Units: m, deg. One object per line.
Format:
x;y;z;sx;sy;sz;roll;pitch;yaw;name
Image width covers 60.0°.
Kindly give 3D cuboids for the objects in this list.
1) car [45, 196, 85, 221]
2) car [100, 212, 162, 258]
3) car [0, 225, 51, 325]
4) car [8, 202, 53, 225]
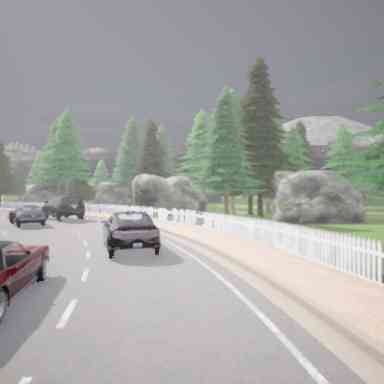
-11.071;1.322;28.488;2.150;2.045;5.566;0;0;-40;car
-2.492;1.519;13.122;2.128;1.511;4.902;0;0;-18;car
-4.369;1.638;6.835;1.895;1.301;4.718;0;0;-10;car
-11.888;1.651;23.912;2.033;1.411;5.357;0;0;-36;car
